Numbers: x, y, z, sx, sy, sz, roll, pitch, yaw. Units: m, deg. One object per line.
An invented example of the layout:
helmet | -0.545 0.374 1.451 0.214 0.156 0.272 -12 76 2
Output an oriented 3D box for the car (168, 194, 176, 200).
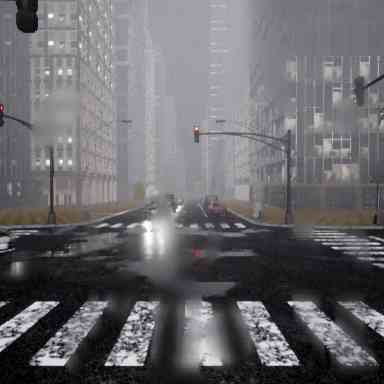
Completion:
car | -5.498 1.384 92.854 1.967 1.590 4.097 -1 0 0

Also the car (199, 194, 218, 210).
car | 2.459 1.297 43.172 2.192 1.841 5.009 -1 0 0

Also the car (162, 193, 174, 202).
car | -5.470 1.273 76.280 2.192 1.841 5.009 -1 0 0

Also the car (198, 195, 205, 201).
car | 2.393 1.474 87.539 1.752 1.417 4.829 -1 0 0

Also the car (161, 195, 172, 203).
car | -5.458 1.403 70.755 1.967 1.590 4.097 -1 0 0

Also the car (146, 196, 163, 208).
car | -5.417 1.419 48.657 1.967 1.590 4.097 -1 0 0

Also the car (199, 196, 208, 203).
car | 2.424 1.508 70.795 1.887 1.381 4.507 -1 0 0

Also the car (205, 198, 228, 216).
car | 2.463 1.569 32.123 1.802 1.307 4.206 -1 0 0

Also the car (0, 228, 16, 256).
car | -8.406 1.498 11.337 4.902 1.511 2.128 0 0 16

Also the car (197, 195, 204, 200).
car | 2.383 1.489 92.893 1.887 1.381 4.507 -1 0 0

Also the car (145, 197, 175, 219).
car | -2.908 1.480 28.788 2.128 1.511 4.902 0 0 0

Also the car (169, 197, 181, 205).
car | -2.914 1.573 58.323 1.895 1.301 4.718 0 0 0

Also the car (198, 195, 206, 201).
car | 2.404 1.535 81.844 1.802 1.307 4.206 -1 0 0

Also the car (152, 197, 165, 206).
car | -5.425 1.557 54.182 1.802 1.307 4.206 -1 0 0

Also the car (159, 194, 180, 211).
car | -2.922 1.206 38.656 2.150 2.045 5.566 0 0 0
